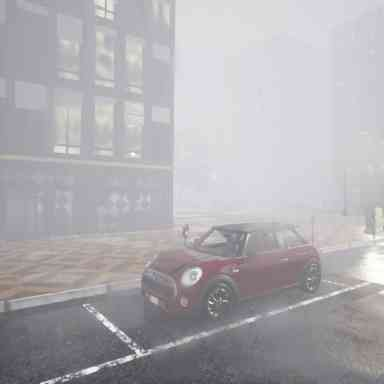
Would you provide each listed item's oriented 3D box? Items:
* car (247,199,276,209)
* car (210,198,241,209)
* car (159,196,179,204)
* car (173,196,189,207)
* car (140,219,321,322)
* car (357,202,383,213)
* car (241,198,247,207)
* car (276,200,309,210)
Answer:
[{"bbox_3d":[11.153,1.799,51.482,1.887,1.381,4.507,1,-1,-35],"label":"car"},{"bbox_3d":[4.315,1.677,46.638,2.008,1.369,4.403,1,-1,-35],"label":"car"},{"bbox_3d":[-5.250,1.724,74.611,2.192,1.841,5.009,1,-1,-35],"label":"car"},{"bbox_3d":[-2.247,1.732,55.889,1.887,1.381,4.507,1,-1,-35],"label":"car"},{"bbox_3d":[0.932,1.442,7.218,4.097,1.590,1.967,0,1,-36],"label":"car"},{"bbox_3d":[20.995,1.730,37.606,1.947,1.339,4.313,1,-1,-35],"label":"car"},{"bbox_3d":[7.872,1.725,56.108,1.967,1.590,4.097,1,-1,-35],"label":"car"},{"bbox_3d":[14.433,1.806,46.856,1.802,1.307,4.206,1,-1,-35],"label":"car"}]
